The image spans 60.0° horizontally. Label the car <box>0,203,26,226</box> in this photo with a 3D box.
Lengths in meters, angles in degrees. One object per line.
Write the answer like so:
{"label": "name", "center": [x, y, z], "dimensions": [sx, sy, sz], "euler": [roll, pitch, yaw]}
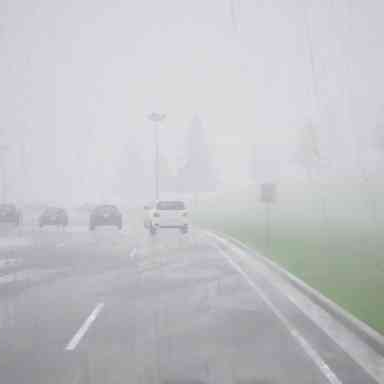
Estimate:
{"label": "car", "center": [-14.986, 1.736, 26.900], "dimensions": [2.097, 1.767, 4.553], "euler": [0, -1, -24]}

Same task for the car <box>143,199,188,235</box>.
{"label": "car", "center": [-1.751, 1.460, 20.974], "dimensions": [2.150, 2.045, 5.566], "euler": [0, -1, -14]}

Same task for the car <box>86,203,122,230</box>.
{"label": "car", "center": [-6.340, 1.651, 24.071], "dimensions": [2.097, 1.767, 4.553], "euler": [0, -1, -18]}

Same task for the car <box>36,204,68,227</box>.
{"label": "car", "center": [-10.818, 1.913, 26.077], "dimensions": [1.994, 1.385, 4.181], "euler": [0, -1, -21]}

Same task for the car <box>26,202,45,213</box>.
{"label": "car", "center": [-22.534, 2.162, 47.806], "dimensions": [4.892, 1.490, 1.837], "euler": [0, -1, 40]}

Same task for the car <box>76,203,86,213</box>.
{"label": "car", "center": [-13.520, 2.106, 43.943], "dimensions": [2.033, 1.411, 5.357], "euler": [0, -1, -41]}
